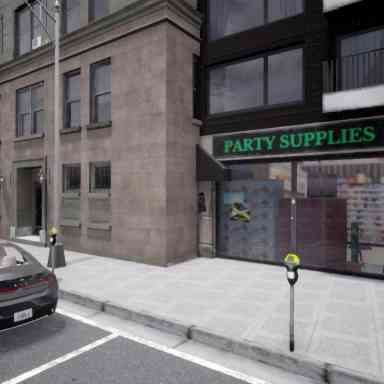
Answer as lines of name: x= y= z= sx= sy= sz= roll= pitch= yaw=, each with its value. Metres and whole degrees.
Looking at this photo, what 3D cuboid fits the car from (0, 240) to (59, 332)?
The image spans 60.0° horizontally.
car: x=-4.221 y=1.551 z=6.095 sx=4.403 sy=1.369 sz=2.008 roll=0 pitch=0 yaw=36
